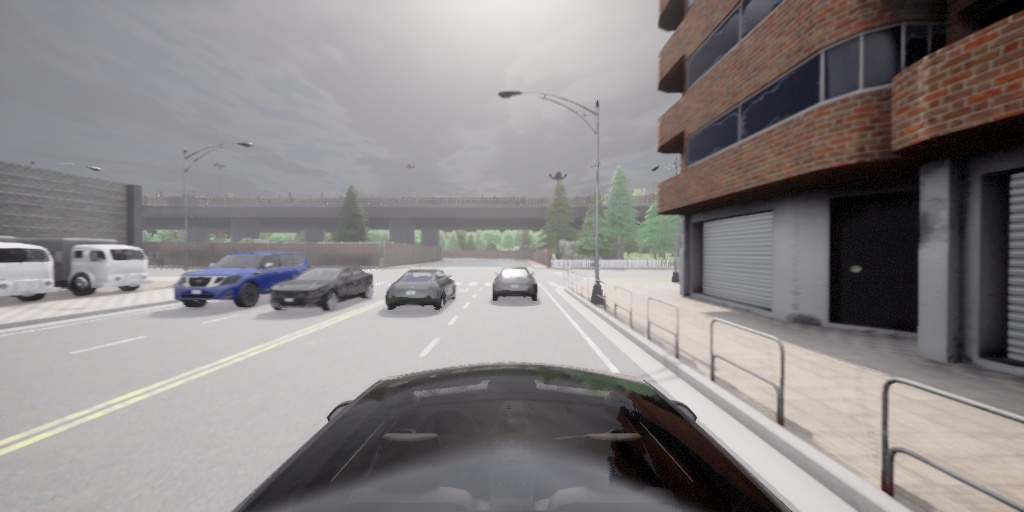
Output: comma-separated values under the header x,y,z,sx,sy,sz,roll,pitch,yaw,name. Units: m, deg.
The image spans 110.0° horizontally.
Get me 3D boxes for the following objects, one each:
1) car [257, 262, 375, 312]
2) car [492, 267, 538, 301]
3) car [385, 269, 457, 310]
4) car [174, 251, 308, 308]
x,y,z,sx,sy,sz,roll,pitch,yaw,name
-6.993,1.097,13.768,1.882,1.535,5.008,0,0,0,car
0.125,1.164,16.437,1.994,1.385,4.181,0,1,0,car
-3.382,1.184,14.013,1.994,1.385,4.181,0,1,0,car
-10.483,0.821,14.679,2.150,2.045,5.566,0,0,0,car
